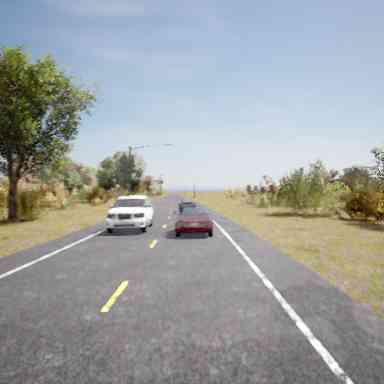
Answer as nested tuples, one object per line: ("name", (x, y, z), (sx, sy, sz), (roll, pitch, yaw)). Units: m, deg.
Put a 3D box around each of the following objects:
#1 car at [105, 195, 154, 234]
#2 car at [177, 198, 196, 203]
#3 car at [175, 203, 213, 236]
("car", (-3.548, 1.236, 19.868), (2.150, 2.045, 5.566), (0, 0, -1))
("car", (-0.566, 1.463, 37.280), (2.128, 1.511, 4.902), (0, 0, -3))
("car", (0.085, 1.551, 18.363), (1.994, 1.385, 4.181), (0, 0, -1))
